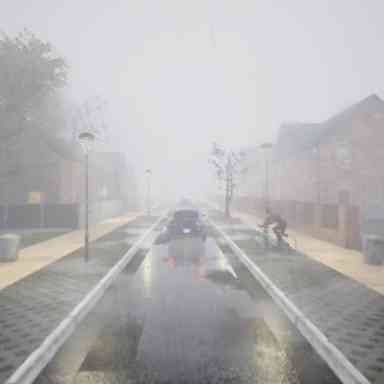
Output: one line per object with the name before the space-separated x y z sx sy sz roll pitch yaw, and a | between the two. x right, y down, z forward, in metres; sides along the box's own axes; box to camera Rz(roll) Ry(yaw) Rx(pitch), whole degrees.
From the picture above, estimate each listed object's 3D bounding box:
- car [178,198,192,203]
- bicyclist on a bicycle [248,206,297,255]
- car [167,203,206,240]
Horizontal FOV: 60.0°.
car | -0.971 1.537 47.789 1.812 1.442 4.674 0 0 -1
bicyclist on a bicycle | 2.683 1.290 11.071 1.656 1.620 0.582 1 0 -1
car | -0.281 1.529 16.857 1.812 1.442 4.674 0 0 -1
